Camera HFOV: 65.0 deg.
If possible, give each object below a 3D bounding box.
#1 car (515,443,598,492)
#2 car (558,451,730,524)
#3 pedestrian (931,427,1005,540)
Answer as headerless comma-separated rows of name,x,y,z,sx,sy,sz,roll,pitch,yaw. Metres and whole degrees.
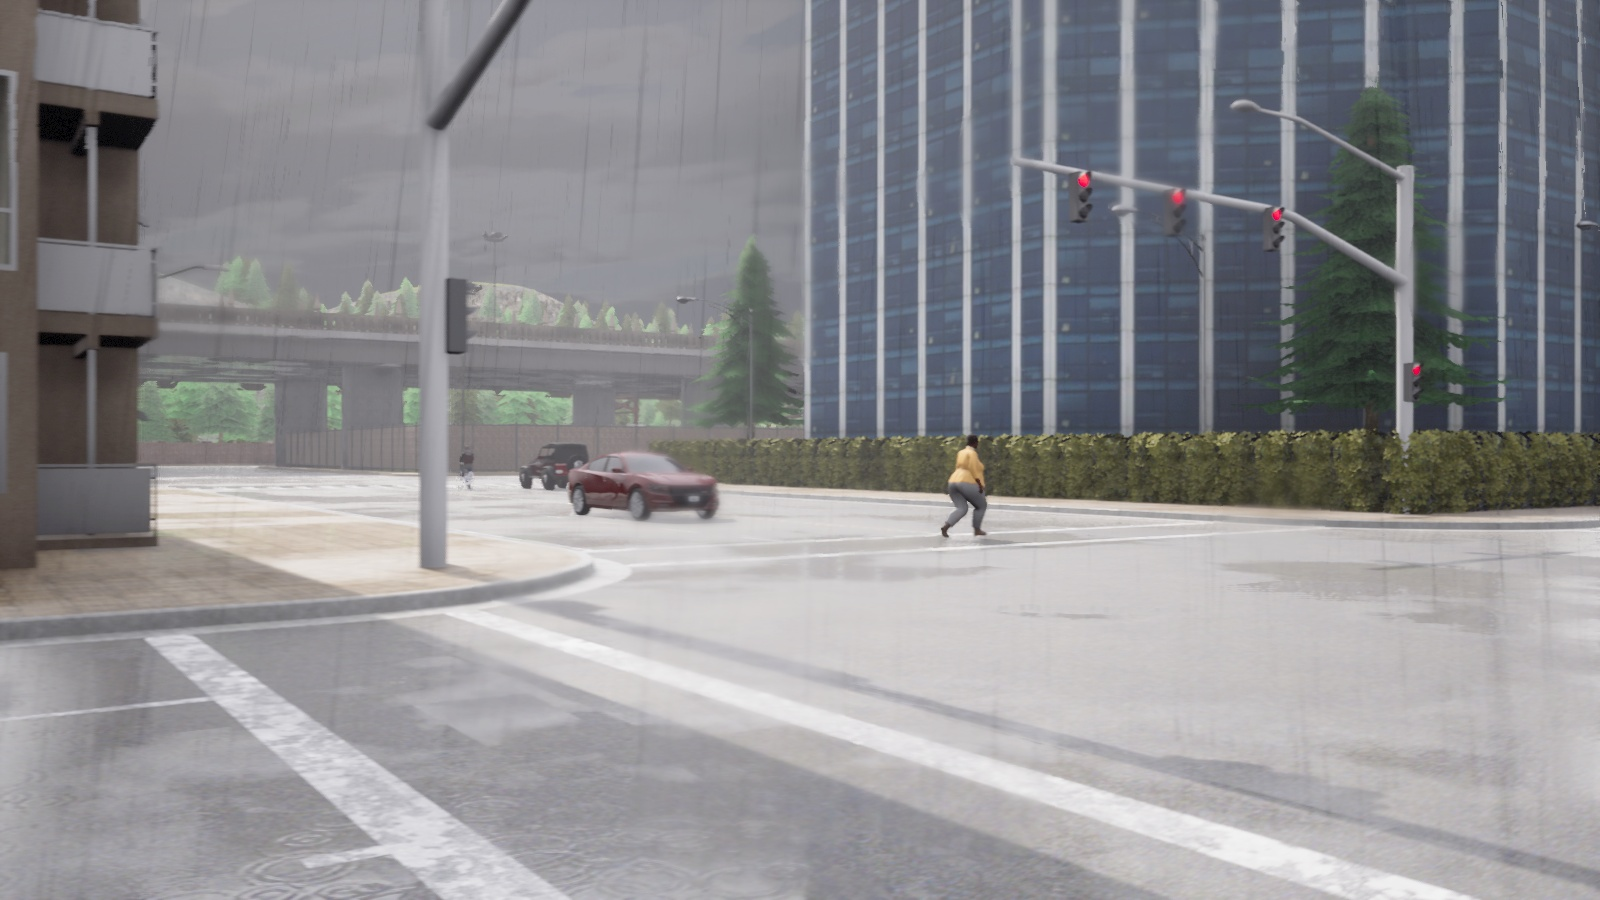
car,-9.822,0.676,50.511,1.905,1.878,3.866,0,0,-34
car,-3.719,0.796,29.117,1.882,1.535,5.008,0,0,-34
pedestrian,2.840,0.554,21.302,0.900,1.855,0.874,0,0,-29
